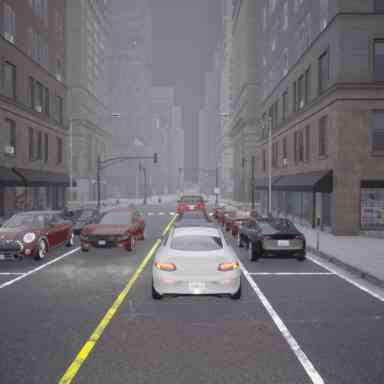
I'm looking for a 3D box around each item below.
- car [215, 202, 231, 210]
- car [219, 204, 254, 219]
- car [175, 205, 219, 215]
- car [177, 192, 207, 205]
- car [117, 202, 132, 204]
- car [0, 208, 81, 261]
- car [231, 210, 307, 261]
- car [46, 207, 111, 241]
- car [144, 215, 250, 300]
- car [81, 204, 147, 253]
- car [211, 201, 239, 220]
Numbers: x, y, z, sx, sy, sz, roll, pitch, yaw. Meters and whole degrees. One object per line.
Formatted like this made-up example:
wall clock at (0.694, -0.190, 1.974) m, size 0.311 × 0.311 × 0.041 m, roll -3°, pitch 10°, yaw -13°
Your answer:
car at (2.732, 1.543, 23.047) m, size 1.887 × 1.381 × 4.507 m, roll -1°, pitch 0°, yaw 0°
car at (2.737, 1.543, 17.541) m, size 1.887 × 1.381 × 4.507 m, roll -1°, pitch 0°, yaw 0°
car at (0.083, 1.562, 16.765) m, size 1.994 × 1.385 × 4.181 m, roll 0°, pitch 0°, yaw 0°
car at (-0.022, 1.220, 26.152) m, size 2.150 × 2.045 × 5.566 m, roll 0°, pitch 0°, yaw 0°
car at (-5.792, 1.549, 23.040) m, size 2.008 × 1.369 × 4.403 m, roll -1°, pitch 0°, yaw 0°
car at (-5.785, 1.438, 12.029) m, size 1.967 × 1.590 × 4.097 m, roll -1°, pitch 0°, yaw 0°
car at (2.742, 1.564, 12.037) m, size 1.947 × 1.339 × 4.313 m, roll -1°, pitch 0°, yaw 0°
car at (-5.788, 1.564, 17.535) m, size 1.947 × 1.339 × 4.313 m, roll -1°, pitch 0°, yaw 0°
car at (0.093, 1.524, 8.279) m, size 1.812 × 1.442 × 4.674 m, roll 0°, pitch 0°, yaw 0°
car at (-3.098, 1.476, 13.960) m, size 1.882 × 1.535 × 5.008 m, roll 0°, pitch 0°, yaw 0°
car at (2.728, 1.544, 28.552) m, size 1.887 × 1.381 × 4.507 m, roll -1°, pitch 0°, yaw 0°
